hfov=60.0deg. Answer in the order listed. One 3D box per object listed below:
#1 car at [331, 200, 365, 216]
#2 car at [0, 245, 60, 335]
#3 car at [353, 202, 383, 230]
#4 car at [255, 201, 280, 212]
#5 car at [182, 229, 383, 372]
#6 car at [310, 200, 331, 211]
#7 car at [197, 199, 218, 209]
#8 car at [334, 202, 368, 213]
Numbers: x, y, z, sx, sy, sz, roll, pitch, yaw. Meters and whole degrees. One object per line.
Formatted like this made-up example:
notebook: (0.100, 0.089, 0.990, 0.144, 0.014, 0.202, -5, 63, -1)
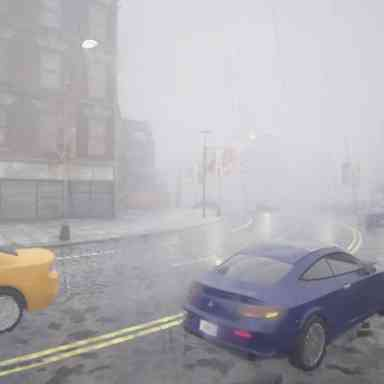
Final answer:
car: (17.581, 1.677, 36.602, 2.097, 1.767, 4.553, 0, 0, -1)
car: (-4.720, 1.481, 5.101, 5.008, 1.535, 1.882, 1, 0, -37)
car: (12.400, 1.686, 22.369, 1.882, 1.535, 5.008, 1, 0, 19)
car: (9.735, 1.845, 43.290, 1.812, 1.442, 4.674, 1, 0, -12)
car: (1.912, 1.571, 5.754, 4.674, 1.442, 1.812, 1, 0, -42)
car: (19.150, 1.926, 48.496, 2.002, 1.452, 4.674, 0, 0, -15)
car: (2.621, 1.819, 53.702, 1.882, 1.535, 5.008, 1, -1, -27)
car: (20.395, 1.974, 42.902, 1.895, 1.301, 4.718, 0, 0, -5)
